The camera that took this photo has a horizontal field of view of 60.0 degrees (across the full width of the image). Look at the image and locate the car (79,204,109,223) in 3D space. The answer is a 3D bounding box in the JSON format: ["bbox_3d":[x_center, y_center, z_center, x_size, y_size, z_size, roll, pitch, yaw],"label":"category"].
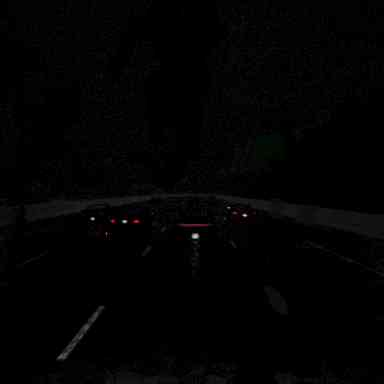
[{"bbox_3d":[-6.828,1.555,25.100,1.895,1.301,4.718,0,0,0],"label":"car"}]

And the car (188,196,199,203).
[{"bbox_3d":[0.285,1.493,62.262,2.128,1.511,4.902,0,0,0],"label":"car"}]

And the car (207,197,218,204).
[{"bbox_3d":[3.795,1.589,62.135,1.994,1.385,4.181,0,0,0],"label":"car"}]

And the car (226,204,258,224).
[{"bbox_3d":[3.672,1.588,25.038,1.994,1.385,4.181,0,0,0],"label":"car"}]

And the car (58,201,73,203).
[{"bbox_3d":[-17.415,1.361,44.697,1.882,1.535,5.008,0,0,1],"label":"car"}]

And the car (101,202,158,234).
[{"bbox_3d":[-3.336,1.525,19.006,2.033,1.411,5.357,0,0,0],"label":"car"}]

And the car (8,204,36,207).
[{"bbox_3d":[-20.921,1.407,41.943,2.033,1.411,5.357,0,0,1],"label":"car"}]

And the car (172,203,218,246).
[{"bbox_3d":[0.139,1.493,15.190,2.128,1.511,4.902,0,0,0],"label":"car"}]

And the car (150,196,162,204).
[{"bbox_3d":[-6.706,1.480,61.934,1.812,1.442,4.674,0,0,0],"label":"car"}]

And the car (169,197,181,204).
[{"bbox_3d":[-3.205,1.542,62.208,1.994,1.385,4.181,0,0,0],"label":"car"}]
